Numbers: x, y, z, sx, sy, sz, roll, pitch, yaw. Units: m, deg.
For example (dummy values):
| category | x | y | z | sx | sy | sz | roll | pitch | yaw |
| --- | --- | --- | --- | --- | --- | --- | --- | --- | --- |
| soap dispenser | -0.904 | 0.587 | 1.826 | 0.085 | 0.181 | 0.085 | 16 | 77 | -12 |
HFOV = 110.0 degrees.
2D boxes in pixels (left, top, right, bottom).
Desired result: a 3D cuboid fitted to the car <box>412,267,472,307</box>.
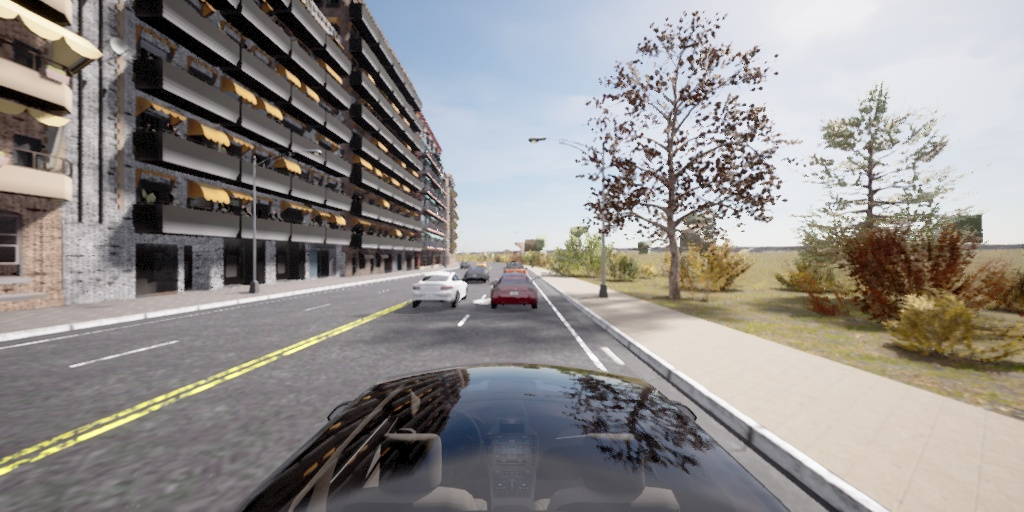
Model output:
| category | x | y | z | sx | sy | sz | roll | pitch | yaw |
| --- | --- | --- | --- | --- | --- | --- | --- | --- | --- |
| car | -3.144 | 1.412 | 16.149 | 1.812 | 1.442 | 4.674 | 0 | 0 | 1 |

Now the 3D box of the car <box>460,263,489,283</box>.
| category | x | y | z | sx | sy | sz | roll | pitch | yaw |
| --- | --- | --- | --- | --- | --- | --- | --- | --- | --- |
| car | -2.995 | 1.594 | 31.020 | 1.994 | 1.385 | 4.181 | 0 | -1 | 1 |

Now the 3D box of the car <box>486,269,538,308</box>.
| category | x | y | z | sx | sy | sz | roll | pitch | yaw |
| --- | --- | --- | --- | --- | --- | --- | --- | --- | --- |
| car | 0.104 | 1.450 | 16.017 | 1.994 | 1.385 | 4.181 | 0 | -1 | 1 |

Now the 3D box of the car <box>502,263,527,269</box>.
| category | x | y | z | sx | sy | sz | roll | pitch | yaw |
| --- | --- | --- | --- | --- | --- | --- | --- | --- | --- |
| car | 0.252 | 1.379 | 30.808 | 2.097 | 1.767 | 4.553 | 0 | -1 | 1 |
